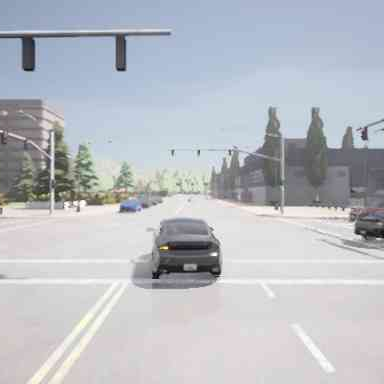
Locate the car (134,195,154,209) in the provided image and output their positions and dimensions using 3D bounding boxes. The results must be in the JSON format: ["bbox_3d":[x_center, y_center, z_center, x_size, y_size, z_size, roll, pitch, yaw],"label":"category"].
[{"bbox_3d":[-7.094,1.607,48.455,1.882,1.535,5.008,0,0,0],"label":"car"}]

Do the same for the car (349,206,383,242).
[{"bbox_3d":[9.741,1.531,14.873,4.902,1.511,2.128,0,-1,-13],"label":"car"}]

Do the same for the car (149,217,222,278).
[{"bbox_3d":[-0.330,1.533,10.307,1.837,1.490,4.892,0,0,-7],"label":"car"}]

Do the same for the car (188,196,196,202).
[{"bbox_3d":[-0.018,1.741,81.029,1.812,1.442,4.674,0,0,0],"label":"car"}]

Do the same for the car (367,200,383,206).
[{"bbox_3d":[14.641,1.421,25.709,4.553,1.767,2.097,0,0,-1],"label":"car"}]

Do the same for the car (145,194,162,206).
[{"bbox_3d":[-7.029,1.647,58.157,2.128,1.511,4.902,0,0,0],"label":"car"}]

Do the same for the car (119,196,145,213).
[{"bbox_3d":[-7.140,1.582,38.861,1.882,1.535,5.008,0,0,1],"label":"car"}]
